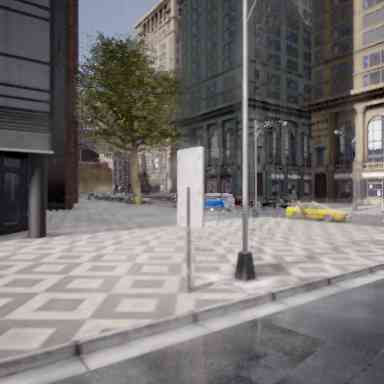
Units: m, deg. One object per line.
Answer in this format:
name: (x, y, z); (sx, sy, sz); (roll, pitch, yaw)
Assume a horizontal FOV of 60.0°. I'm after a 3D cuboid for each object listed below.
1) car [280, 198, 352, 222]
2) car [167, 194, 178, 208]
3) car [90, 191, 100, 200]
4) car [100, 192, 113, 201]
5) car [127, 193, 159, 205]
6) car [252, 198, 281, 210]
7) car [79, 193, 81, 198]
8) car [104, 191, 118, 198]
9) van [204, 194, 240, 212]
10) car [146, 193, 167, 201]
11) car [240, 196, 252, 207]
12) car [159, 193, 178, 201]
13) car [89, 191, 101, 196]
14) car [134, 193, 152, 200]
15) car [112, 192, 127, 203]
car: (9.181, 1.389, 24.463); (1.752, 1.417, 4.829); (1, 0, -35)
car: (-0.625, 1.221, 38.383); (2.008, 1.369, 4.403); (1, 0, -35)
car: (-16.804, 0.820, 61.347); (2.008, 1.369, 4.403); (1, 0, -35)
car: (-13.568, 0.901, 56.755); (2.008, 1.369, 4.403); (1, 0, -35)
car: (-6.999, 1.042, 47.432); (1.752, 1.417, 4.829); (1, 0, -35)
car: (9.574, 1.303, 38.709); (1.947, 1.339, 4.313); (1, 0, -35)
car: (-26.508, 0.473, 75.122); (1.967, 1.590, 4.097); (1, 0, -35)
car: (-19.544, 0.574, 80.035); (1.887, 1.381, 4.507); (1, 0, -35)
van: (2.612, 1.082, 33.790); (1.690, 1.788, 3.998); (1, 0, -35)
car: (-6.603, 0.897, 61.670); (2.008, 1.369, 4.403); (1, 0, -35)
car: (6.340, 1.211, 43.300); (1.887, 1.381, 4.507); (1, 0, -35)
car: (-3.366, 0.868, 57.078); (1.967, 1.590, 4.097); (1, 0, -35)
car: (-26.015, 0.457, 89.218); (1.802, 1.307, 4.206); (1, 0, -35)
car: (-9.839, 0.848, 66.262); (1.802, 1.307, 4.206); (1, 0, -35)
car: (-10.332, 0.982, 52.163); (2.008, 1.369, 4.403); (1, 0, -35)
